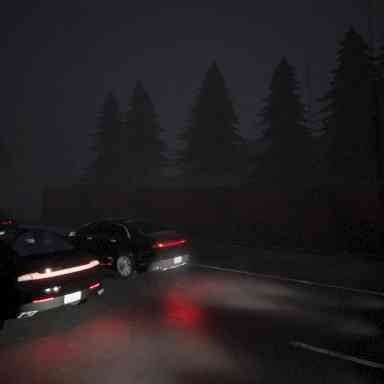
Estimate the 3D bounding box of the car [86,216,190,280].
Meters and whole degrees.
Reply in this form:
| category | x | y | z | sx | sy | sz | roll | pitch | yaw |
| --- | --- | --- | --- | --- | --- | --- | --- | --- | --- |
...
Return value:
| category | x | y | z | sx | sy | sz | roll | pitch | yaw |
| --- | --- | --- | --- | --- | --- | --- | --- | --- | --- |
| car | -2.331 | 1.505 | 9.984 | 4.892 | 1.490 | 1.837 | 0 | 0 | 36 |

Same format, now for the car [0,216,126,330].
| category | x | y | z | sx | sy | sz | roll | pitch | yaw |
| --- | --- | --- | --- | --- | --- | --- | --- | --- | --- |
| car | -3.899 | 1.492 | 6.799 | 4.902 | 1.511 | 2.128 | 0 | 0 | 36 |

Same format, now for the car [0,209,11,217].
| category | x | y | z | sx | sy | sz | roll | pitch | yaw |
| --- | --- | --- | --- | --- | --- | --- | --- | --- | --- |
| car | -9.971 | 1.505 | 15.473 | 4.892 | 1.490 | 1.837 | 0 | 0 | 36 |
